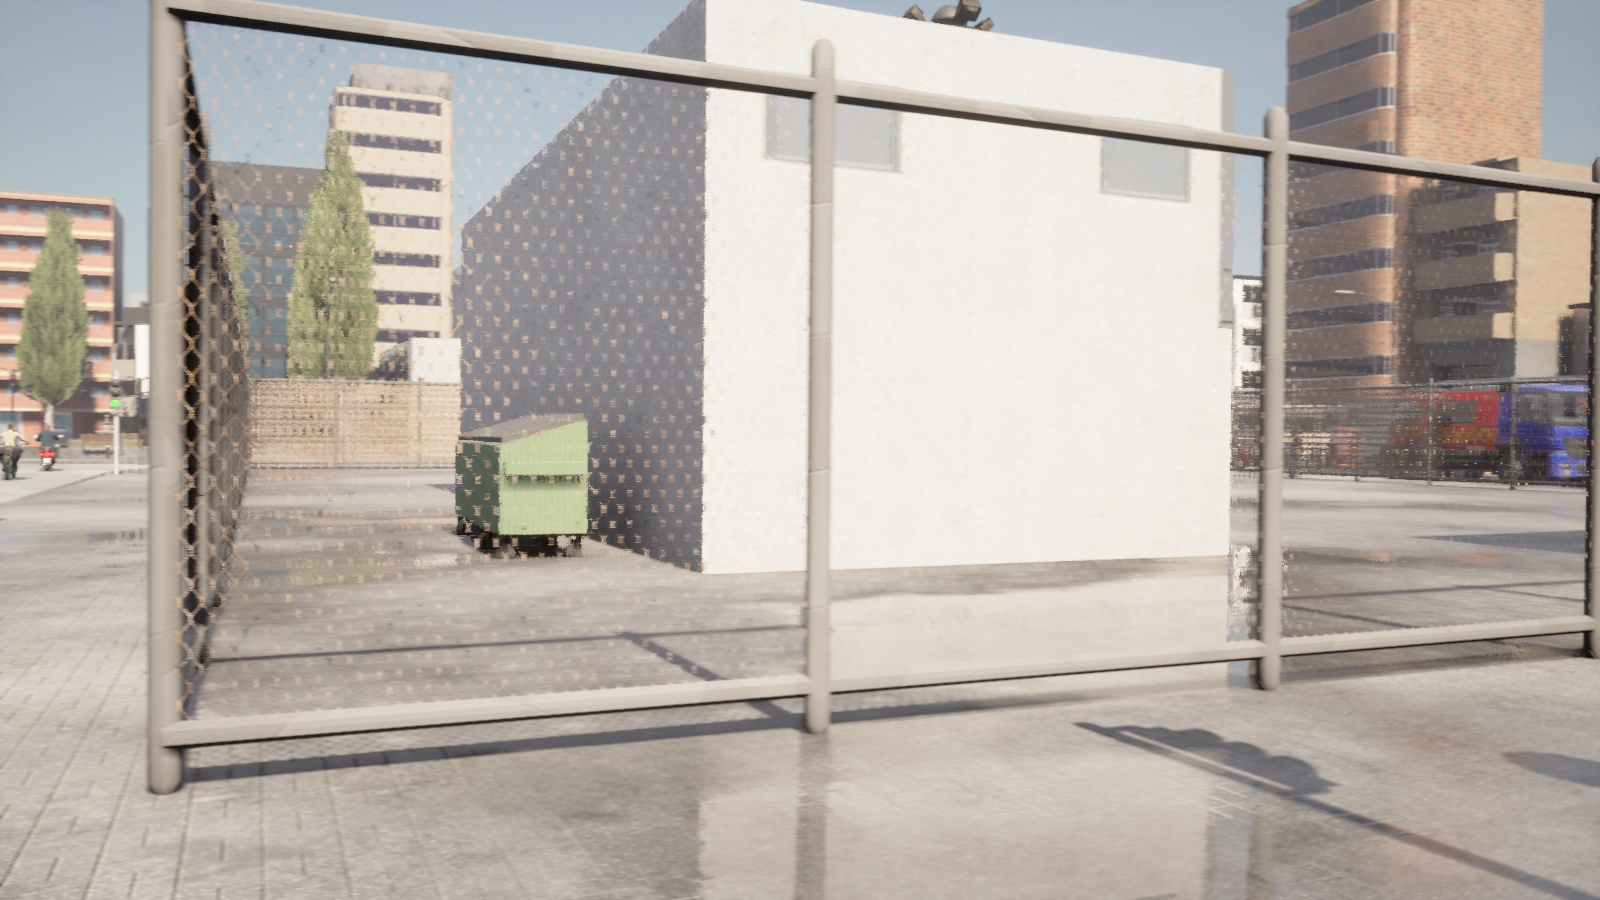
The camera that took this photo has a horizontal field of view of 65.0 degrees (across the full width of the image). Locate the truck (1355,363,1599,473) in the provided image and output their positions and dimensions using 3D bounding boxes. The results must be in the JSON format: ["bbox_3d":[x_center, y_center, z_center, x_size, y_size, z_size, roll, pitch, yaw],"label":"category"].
[{"bbox_3d":[23.528,-1.050,43.717,2.891,3.462,7.936,-1,1,-21],"label":"truck"}]

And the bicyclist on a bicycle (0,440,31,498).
[{"bbox_3d":[-22.292,0.523,35.359,0.866,1.612,1.509,-1,1,-24],"label":"bicyclist on a bicycle"}]

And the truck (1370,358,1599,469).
[{"bbox_3d":[26.136,-1.316,47.620,2.891,3.827,8.468,-1,1,-24],"label":"truck"}]

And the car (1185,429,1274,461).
[{"bbox_3d":[20.637,-0.247,60.543,1.816,1.474,4.193,-1,1,-20],"label":"car"}]

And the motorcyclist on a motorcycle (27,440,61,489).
[{"bbox_3d":[-25.619,0.482,42.572,0.866,1.590,1.817,-2,1,-29],"label":"motorcyclist on a motorcycle"}]
